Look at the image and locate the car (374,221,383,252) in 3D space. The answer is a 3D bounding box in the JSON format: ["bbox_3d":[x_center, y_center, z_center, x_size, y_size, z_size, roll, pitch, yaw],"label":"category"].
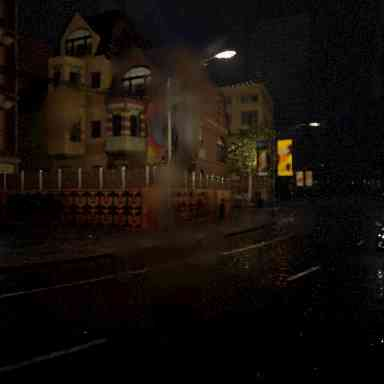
[{"bbox_3d":[8.680,1.553,13.412,1.837,1.490,4.892,0,-1,35],"label":"car"}]
